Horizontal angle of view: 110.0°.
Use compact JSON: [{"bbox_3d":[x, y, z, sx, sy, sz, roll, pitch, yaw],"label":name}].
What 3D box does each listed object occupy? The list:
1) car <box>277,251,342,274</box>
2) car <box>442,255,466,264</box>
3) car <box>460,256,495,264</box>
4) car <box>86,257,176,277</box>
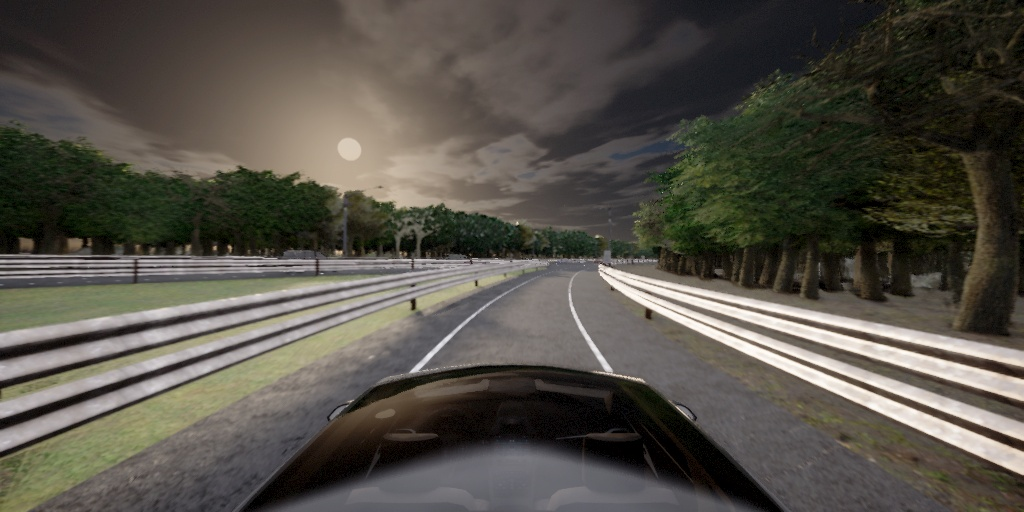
[{"bbox_3d":[-18.808,0.566,33.568,2.150,2.045,5.566,1,0,30],"label":"car"},{"bbox_3d":[-8.415,0.820,58.686,2.150,2.045,5.566,1,0,30],"label":"car"},{"bbox_3d":[-5.388,1.184,56.944,2.033,1.411,5.357,1,0,30],"label":"car"},{"bbox_3d":[-27.343,0.756,25.747,1.994,1.385,4.181,1,0,30],"label":"car"}]
